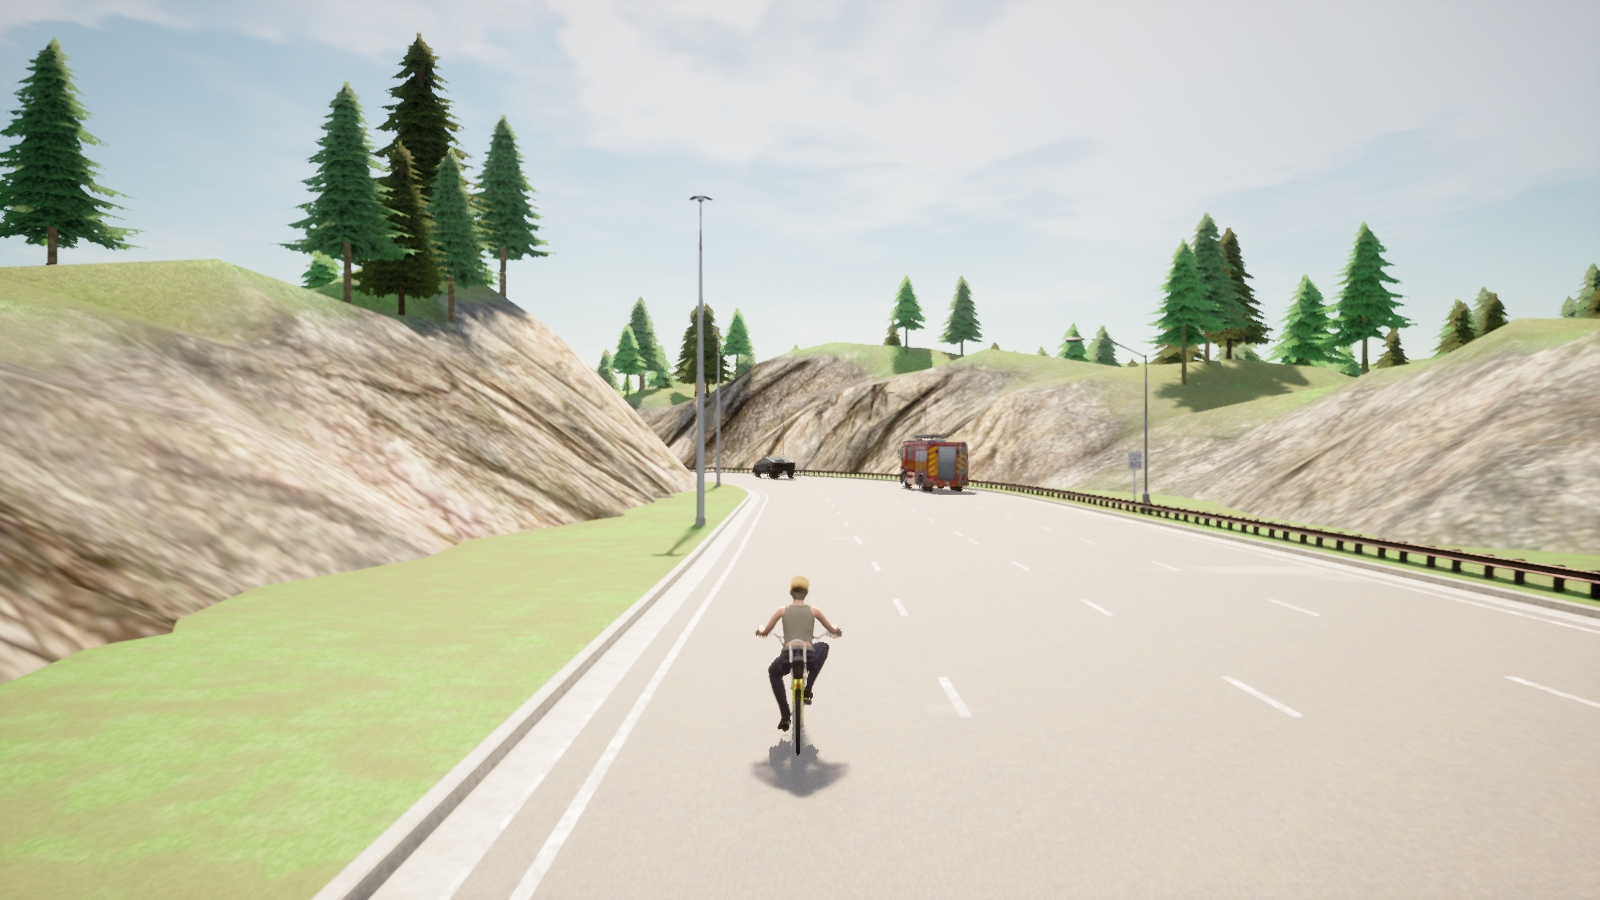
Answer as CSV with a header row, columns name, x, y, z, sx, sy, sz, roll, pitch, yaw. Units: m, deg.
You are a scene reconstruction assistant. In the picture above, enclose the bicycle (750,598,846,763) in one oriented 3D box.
name,x,y,z,sx,sy,sz,roll,pitch,yaw
bicycle,-0.013,2.158,10.965,0.859,1.276,1.487,0,0,0
